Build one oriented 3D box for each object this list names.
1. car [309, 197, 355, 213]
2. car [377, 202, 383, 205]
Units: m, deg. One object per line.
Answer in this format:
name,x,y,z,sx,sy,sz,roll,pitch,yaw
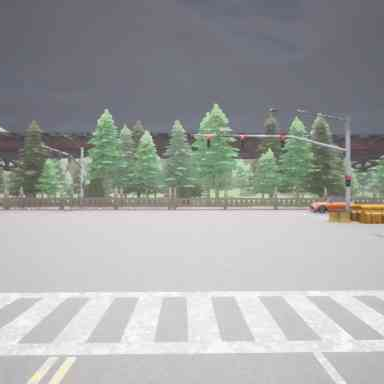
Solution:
car,14.912,1.352,35.534,4.553,1.767,2.097,0,0,-2
car,16.876,1.564,28.586,4.181,1.385,1.994,0,0,-2
